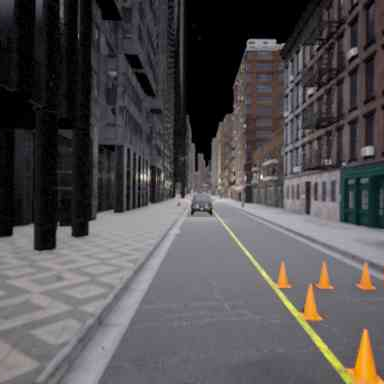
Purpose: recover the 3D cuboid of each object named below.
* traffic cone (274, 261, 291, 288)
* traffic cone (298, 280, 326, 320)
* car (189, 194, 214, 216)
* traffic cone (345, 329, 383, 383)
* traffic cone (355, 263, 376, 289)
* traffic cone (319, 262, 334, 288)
[{"bbox_3d":[2.203,1.982,8.081,0.340,0.580,0.340,1,0,1],"label":"traffic cone"},{"bbox_3d":[2.165,1.981,6.081,0.340,0.580,0.340,1,0,1],"label":"traffic cone"},{"bbox_3d":[0.958,1.242,33.450,2.150,2.045,5.566,1,0,1],"label":"car"},{"bbox_3d":[2.127,1.980,4.082,0.340,0.580,0.340,1,0,1],"label":"traffic cone"},{"bbox_3d":[4.202,2.003,8.043,0.340,0.580,0.340,1,0,1],"label":"traffic cone"},{"bbox_3d":[3.203,1.993,8.062,0.340,0.580,0.340,1,0,1],"label":"traffic cone"}]
